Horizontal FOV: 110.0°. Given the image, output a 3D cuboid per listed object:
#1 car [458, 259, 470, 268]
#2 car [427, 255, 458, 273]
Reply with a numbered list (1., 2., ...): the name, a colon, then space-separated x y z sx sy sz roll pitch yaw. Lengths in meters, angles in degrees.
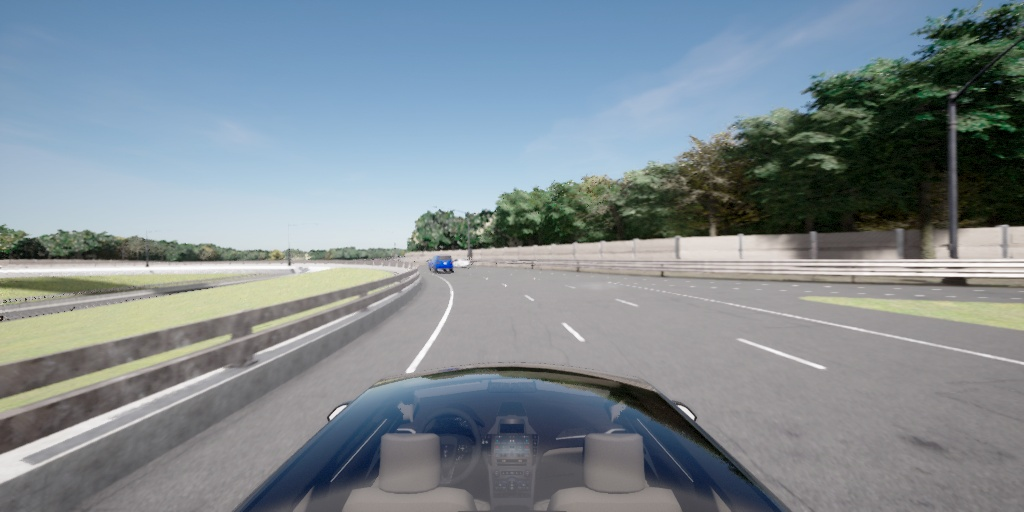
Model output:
1. car: -8.336 1.151 57.851 1.812 1.442 4.674 -1 0 -30
2. car: -8.538 0.921 43.029 2.150 2.045 5.566 -1 0 -22
